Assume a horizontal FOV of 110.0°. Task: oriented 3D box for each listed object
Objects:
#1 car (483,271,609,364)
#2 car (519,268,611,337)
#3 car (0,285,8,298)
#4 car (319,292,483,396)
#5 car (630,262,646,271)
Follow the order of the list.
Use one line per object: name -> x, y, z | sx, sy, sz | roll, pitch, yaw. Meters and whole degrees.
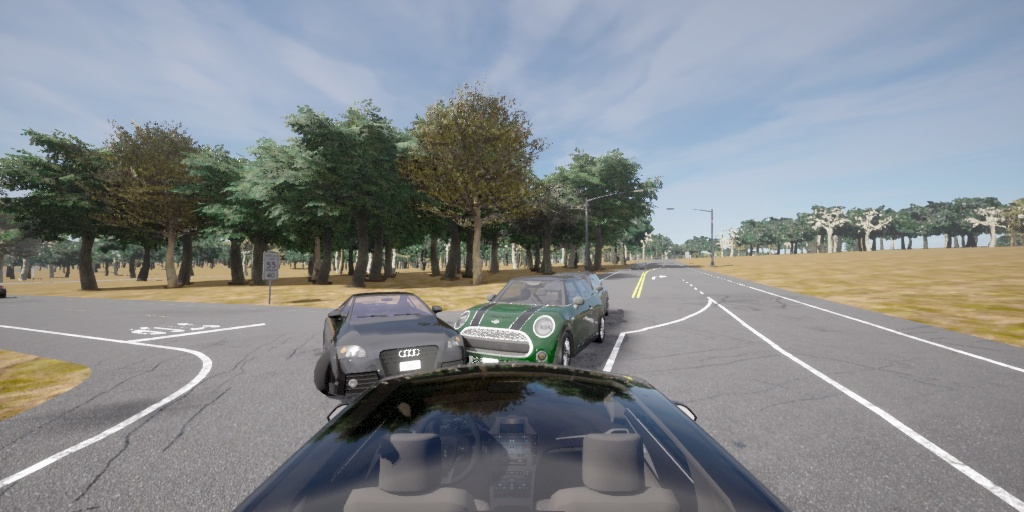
car -> 0.616, 1.218, 7.856 | 2.097, 1.767, 4.553 | -1, -2, 26
car -> 2.024, 1.344, 12.169 | 2.097, 1.767, 4.553 | -1, -1, 21
car -> -40.855, 2.561, 27.428 | 4.181, 1.385, 1.994 | -2, -3, 22
car -> -2.355, 1.376, 6.652 | 1.994, 1.385, 4.181 | 1, -2, -29
car -> 19.468, 1.546, 55.324 | 1.994, 1.385, 4.181 | -1, 0, 26
